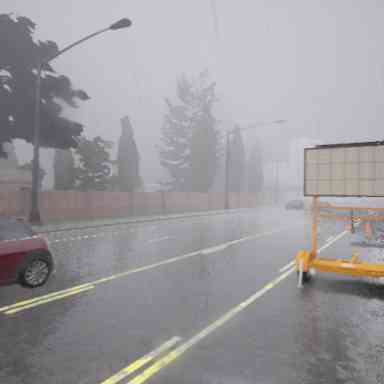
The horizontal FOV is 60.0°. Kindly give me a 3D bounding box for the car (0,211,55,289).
[{"bbox_3d":[-5.294,1.326,6.832,2.097,1.767,4.553,0,0,32],"label":"car"}]

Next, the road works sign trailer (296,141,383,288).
[{"bbox_3d":[4.185,0.530,8.656,2.380,3.560,2.880,0,0,32],"label":"road works sign trailer"}]

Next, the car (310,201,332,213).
[{"bbox_3d":[16.418,1.840,42.013,2.033,1.411,5.357,0,0,31],"label":"car"}]

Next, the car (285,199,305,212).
[{"bbox_3d":[13.920,1.784,44.718,1.837,1.490,4.892,0,0,31],"label":"car"}]
